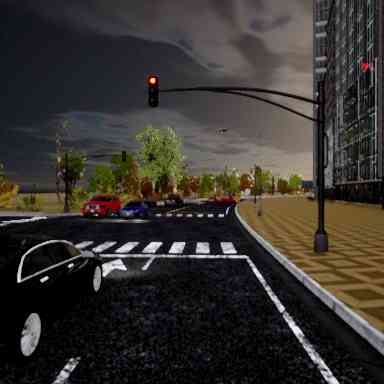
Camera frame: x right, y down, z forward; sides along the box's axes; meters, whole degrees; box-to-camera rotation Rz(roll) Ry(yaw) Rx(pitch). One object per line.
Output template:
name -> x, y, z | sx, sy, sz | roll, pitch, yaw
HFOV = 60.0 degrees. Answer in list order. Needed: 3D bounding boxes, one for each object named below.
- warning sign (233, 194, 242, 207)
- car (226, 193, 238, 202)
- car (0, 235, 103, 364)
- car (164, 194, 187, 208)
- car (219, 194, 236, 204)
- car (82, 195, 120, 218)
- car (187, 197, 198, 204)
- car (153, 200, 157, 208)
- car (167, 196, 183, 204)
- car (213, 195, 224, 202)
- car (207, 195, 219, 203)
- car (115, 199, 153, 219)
warning sign -> 6.542, 1.203, 48.174 | 1.300, 1.860, 1.060 | 0, 0, 8
car -> 9.766, 1.381, 80.351 | 2.150, 2.045, 5.566 | 0, 0, 14
car -> -3.013, 1.514, 5.850 | 1.837, 1.490, 4.892 | 0, 0, 1
car -> -2.665, 1.311, 50.229 | 2.150, 2.045, 5.566 | 0, -1, 9
car -> 7.613, 1.357, 70.059 | 2.150, 2.045, 5.566 | 0, 0, 12
car -> -8.240, 1.272, 31.079 | 2.150, 2.045, 5.566 | 0, 0, 5
car -> -0.126, 1.718, 65.145 | 1.895, 1.301, 4.718 | 0, 0, 11
car -> -6.301, 1.643, 47.677 | 1.994, 1.385, 4.181 | 0, 0, 8
car -> -3.315, 1.608, 65.751 | 2.128, 1.511, 4.902 | 0, 0, 11
car -> 6.460, 1.508, 80.490 | 2.097, 1.767, 4.553 | 0, 0, 14
car -> 4.496, 1.692, 71.180 | 1.994, 1.385, 4.181 | 0, 0, 12
car -> -5.082, 1.574, 29.847 | 1.812, 1.442, 4.674 | 0, 0, 5
